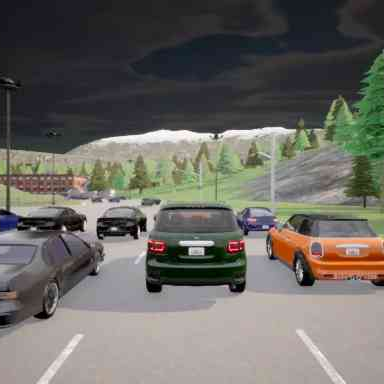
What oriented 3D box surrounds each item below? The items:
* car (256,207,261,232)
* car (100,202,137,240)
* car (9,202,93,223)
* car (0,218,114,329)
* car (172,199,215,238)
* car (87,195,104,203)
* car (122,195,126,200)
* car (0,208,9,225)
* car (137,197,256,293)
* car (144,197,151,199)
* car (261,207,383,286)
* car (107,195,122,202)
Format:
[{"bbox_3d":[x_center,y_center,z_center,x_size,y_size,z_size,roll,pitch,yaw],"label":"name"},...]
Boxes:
[{"bbox_3d":[3.528,1.526,18.399,1.812,1.442,4.674,0,0,-1],"label":"car"},{"bbox_3d":[-3.452,1.478,17.113,1.882,1.535,5.008,0,0,0],"label":"car"},{"bbox_3d":[-6.958,1.478,17.123,1.882,1.535,5.008,0,0,1],"label":"car"},{"bbox_3d":[-3.413,1.547,7.287,2.033,1.411,5.357,0,0,-1],"label":"car"},{"bbox_3d":[0.022,1.352,18.575,2.097,1.767,4.553,0,0,-1],"label":"car"},{"bbox_3d":[-20.414,1.525,70.459,1.812,1.442,4.674,0,0,-23],"label":"car"},{"bbox_3d":[-19.770,1.478,89.569,1.882,1.535,5.008,0,0,-41],"label":"car"},{"bbox_3d":[-10.453,1.526,17.326,1.812,1.442,4.674,0,0,-1],"label":"car"},{"bbox_3d":[0.082,1.221,9.012,2.150,2.045,5.566,0,0,0],"label":"car"},{"bbox_3d":[-6.280,1.492,51.766,2.128,1.511,4.902,0,0,15],"label":"car"},{"bbox_3d":[3.581,1.352,9.543,2.097,1.767,4.553,0,0,0],"label":"car"},{"bbox_3d":[-16.690,1.525,70.444,1.812,1.442,4.674,0,0,-23],"label":"car"}]
